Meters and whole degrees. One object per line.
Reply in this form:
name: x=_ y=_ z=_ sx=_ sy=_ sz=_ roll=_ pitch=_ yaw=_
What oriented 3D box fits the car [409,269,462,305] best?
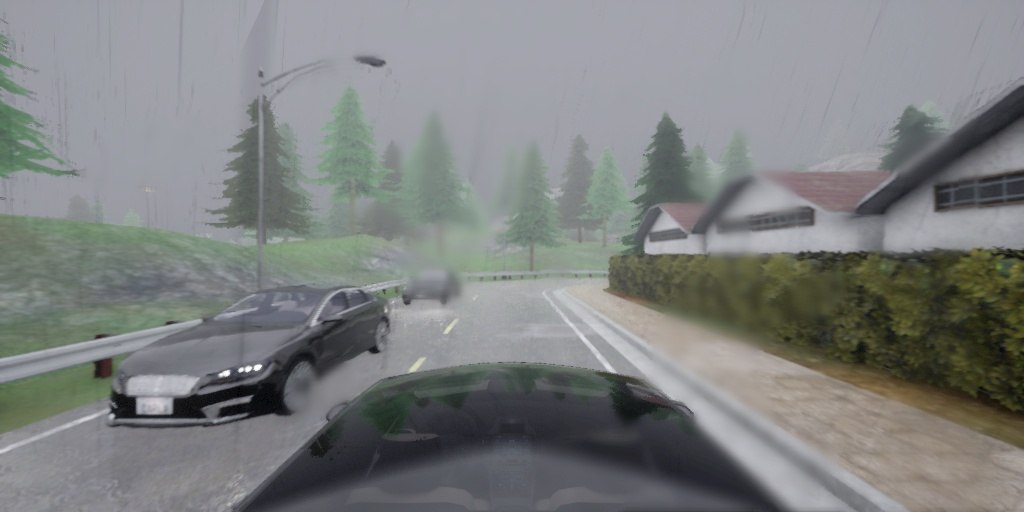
car: x=-3.470 y=1.319 z=16.454 sx=1.812 sy=1.442 sz=4.674 roll=0 pitch=0 yaw=2

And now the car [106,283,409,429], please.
car: x=-3.589 y=1.257 z=6.063 sx=2.128 sy=1.511 sz=4.902 roll=0 pitch=0 yaw=0
